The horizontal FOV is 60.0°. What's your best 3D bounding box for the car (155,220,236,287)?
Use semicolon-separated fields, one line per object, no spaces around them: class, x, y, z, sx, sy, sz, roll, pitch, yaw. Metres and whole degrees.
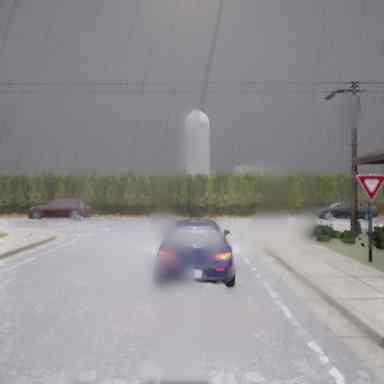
car;0.090;1.479;9.042;1.812;1.442;4.674;0;0;1

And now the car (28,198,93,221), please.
car;-10.094;1.248;25.558;4.553;1.767;2.097;0;0;4

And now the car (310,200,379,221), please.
car;11.462;1.403;25.180;4.892;1.490;1.837;0;0;1
